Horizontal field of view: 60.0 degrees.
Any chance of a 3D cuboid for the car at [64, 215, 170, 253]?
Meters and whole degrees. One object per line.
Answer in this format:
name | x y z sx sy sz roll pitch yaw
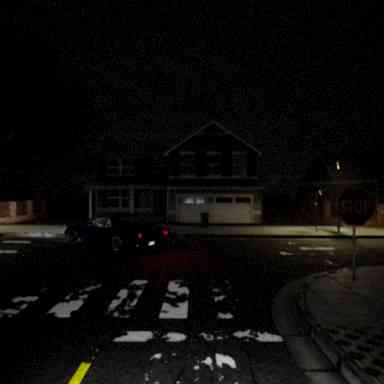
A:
car | -3.214 1.568 13.599 4.718 1.301 1.895 0 0 39
